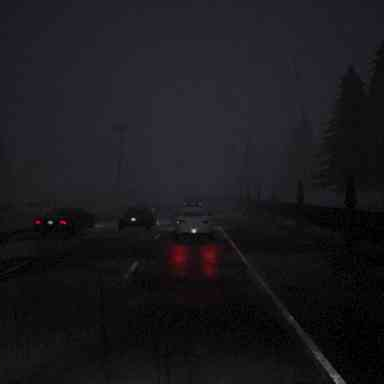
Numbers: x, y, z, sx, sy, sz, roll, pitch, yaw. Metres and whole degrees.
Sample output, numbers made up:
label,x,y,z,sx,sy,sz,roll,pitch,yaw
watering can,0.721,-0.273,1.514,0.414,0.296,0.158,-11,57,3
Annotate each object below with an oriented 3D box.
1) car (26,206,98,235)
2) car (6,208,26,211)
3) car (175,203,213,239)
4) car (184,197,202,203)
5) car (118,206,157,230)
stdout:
label,x,y,z,sx,sy,sz,roll,pitch,yaw
car,-6.906,1.543,18.724,2.033,1.411,5.357,0,0,0
car,-14.106,1.594,29.666,1.895,1.301,4.718,0,0,0
car,0.082,1.522,17.308,1.812,1.442,4.674,0,0,0
car,0.090,1.344,38.089,2.097,1.767,4.553,0,0,0
car,-3.405,1.560,21.326,1.994,1.385,4.181,0,0,0
